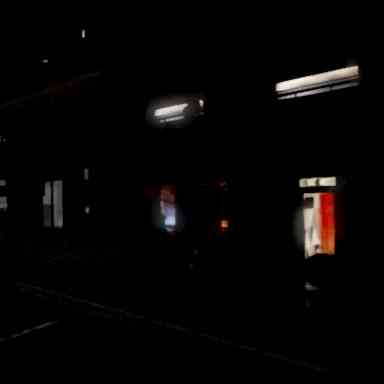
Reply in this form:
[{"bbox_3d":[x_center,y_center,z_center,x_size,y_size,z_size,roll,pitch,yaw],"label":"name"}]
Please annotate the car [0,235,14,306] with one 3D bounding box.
[{"bbox_3d":[-5.595,1.406,6.727,5.009,1.841,2.192,-1,-1,36],"label":"car"}]
